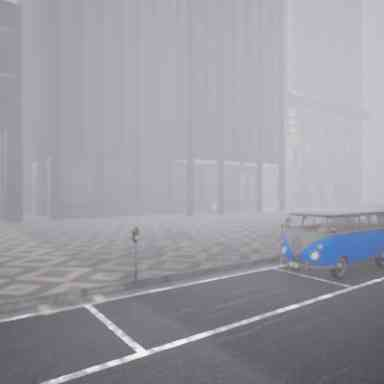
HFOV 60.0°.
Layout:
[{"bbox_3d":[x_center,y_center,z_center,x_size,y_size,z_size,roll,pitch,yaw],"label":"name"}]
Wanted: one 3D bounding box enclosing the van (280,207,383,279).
[{"bbox_3d":[4.308,1.343,9.724,3.998,1.788,1.690,0,0,-35],"label":"van"}]
